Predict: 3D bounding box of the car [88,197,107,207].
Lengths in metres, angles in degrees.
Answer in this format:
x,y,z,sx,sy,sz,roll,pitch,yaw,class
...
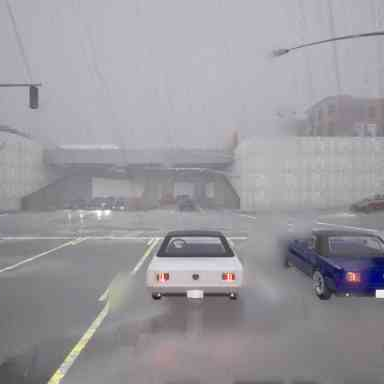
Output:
x,y,z,sx,sy,sz,roll,pitch,yaw,class
-15.004,1.526,53.159,1.812,1.442,4.674,0,0,-1,car

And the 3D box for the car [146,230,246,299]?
x,y,z,sx,sy,sz,roll,pitch,yaw,class
0.078,1.601,8.380,1.895,1.301,4.718,0,0,0,car

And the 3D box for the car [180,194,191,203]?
x,y,z,sx,sy,sz,roll,pitch,yaw,class
-1.251,1.353,70.894,2.097,1.767,4.553,0,0,2,car

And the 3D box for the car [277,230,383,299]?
x,y,z,sx,sy,sz,roll,pitch,yaw,class
3.578,1.601,8.391,1.895,1.301,4.718,0,0,0,car

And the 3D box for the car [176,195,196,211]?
x,y,z,sx,sy,sz,roll,pitch,yaw,class
-0.565,1.491,40.571,2.128,1.511,4.902,0,0,-1,car

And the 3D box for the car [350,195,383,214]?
x,y,z,sx,sy,sz,roll,pitch,yaw,class
15.804,0.973,28.495,4.181,1.385,1.994,-7,0,0,car

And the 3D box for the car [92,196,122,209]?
x,y,z,sx,sy,sz,roll,pitch,yaw,class
-11.293,1.491,44.548,2.128,1.511,4.902,0,0,-1,car

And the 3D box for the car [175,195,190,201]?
x,y,z,sx,sy,sz,roll,pitch,yaw,class
-2.423,1.478,85.456,1.882,1.535,5.008,0,0,24,car

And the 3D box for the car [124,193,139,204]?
x,y,z,sx,sy,sz,roll,pitch,yaw,class
-11.742,1.221,64.892,2.150,2.045,5.566,0,0,-1,car

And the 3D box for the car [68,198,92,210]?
x,y,z,sx,sy,sz,roll,pitch,yaw,class
-14.783,1.526,44.111,1.812,1.442,4.674,0,0,-2,car

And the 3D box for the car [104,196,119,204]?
x,y,z,sx,sy,sz,roll,pitch,yaw,class
-15.213,1.526,63.161,1.812,1.442,4.674,0,0,-1,car

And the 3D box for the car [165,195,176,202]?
x,y,z,sx,sy,sz,roll,pitch,yaw,class
-4.774,1.355,75.589,2.097,1.767,4.553,0,0,6,car

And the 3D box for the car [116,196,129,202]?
x,y,z,sx,sy,sz,roll,pitch,yaw,class
-15.362,1.539,73.819,2.033,1.411,5.357,0,0,-1,car

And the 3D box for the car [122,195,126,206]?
x,y,z,sx,sy,sz,roll,pitch,yaw,class
-11.530,1.547,54.185,2.033,1.411,5.357,0,0,-1,car
